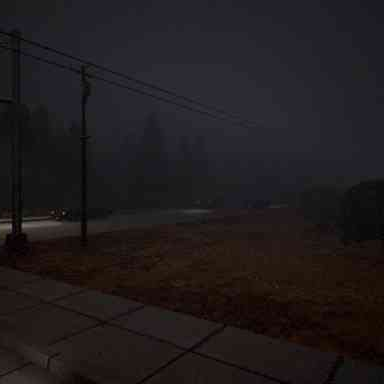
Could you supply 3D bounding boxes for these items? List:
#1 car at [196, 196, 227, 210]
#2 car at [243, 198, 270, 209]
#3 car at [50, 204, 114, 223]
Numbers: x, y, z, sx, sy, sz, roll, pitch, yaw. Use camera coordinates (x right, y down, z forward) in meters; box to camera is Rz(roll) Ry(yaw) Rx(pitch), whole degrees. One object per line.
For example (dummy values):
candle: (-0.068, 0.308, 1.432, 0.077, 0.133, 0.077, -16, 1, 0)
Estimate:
car: (2.492, 1.252, 41.200, 2.097, 1.767, 4.553, 0, 0, 37)
car: (8.428, 1.467, 43.024, 1.895, 1.301, 4.718, 0, 0, 37)
car: (-8.600, 1.599, 26.264, 1.895, 1.301, 4.718, 0, 0, 37)
